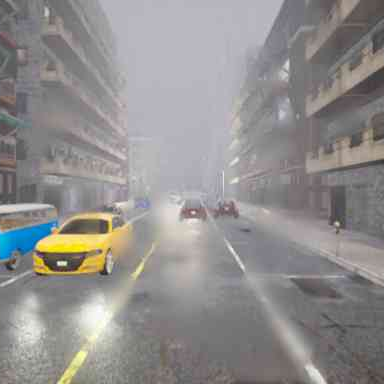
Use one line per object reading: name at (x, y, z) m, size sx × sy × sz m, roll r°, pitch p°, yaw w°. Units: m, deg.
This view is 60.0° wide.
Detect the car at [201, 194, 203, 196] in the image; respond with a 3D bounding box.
car at (2.672, 1.353, 50.101) m, size 1.802 × 1.307 × 4.206 m, roll 1°, pitch 0°, yaw 0°

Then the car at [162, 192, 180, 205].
car at (-3.062, 0.974, 53.550) m, size 2.150 × 2.045 × 5.566 m, roll 0°, pitch 0°, yaw 0°

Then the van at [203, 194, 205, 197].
van at (2.676, 1.138, 44.429) m, size 1.690 × 1.788 × 3.998 m, roll 1°, pitch 0°, yaw 0°

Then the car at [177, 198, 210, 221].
car at (0.101, 1.447, 25.651) m, size 1.994 × 1.385 × 4.181 m, roll 0°, pitch 0°, yaw 0°

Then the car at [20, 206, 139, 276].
car at (-3.101, 1.430, 10.434) m, size 1.882 × 1.535 × 5.008 m, roll 0°, pitch 0°, yaw 0°

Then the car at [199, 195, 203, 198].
car at (0.103, 1.408, 42.120) m, size 1.895 × 1.301 × 4.718 m, roll 0°, pitch 0°, yaw 0°

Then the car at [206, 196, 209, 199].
car at (2.671, 1.416, 33.089) m, size 1.947 × 1.339 × 4.313 m, roll 1°, pitch 0°, yaw 0°

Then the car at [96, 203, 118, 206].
car at (-5.677, 1.446, 21.821) m, size 1.887 × 1.381 × 4.507 m, roll 1°, pitch 0°, yaw 0°

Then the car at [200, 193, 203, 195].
car at (2.672, 1.326, 55.772) m, size 1.802 × 1.307 × 4.206 m, roll 1°, pitch 0°, yaw 0°

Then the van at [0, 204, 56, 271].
van at (-5.674, 1.294, 10.478) m, size 1.690 × 1.788 × 3.998 m, roll 1°, pitch 0°, yaw 0°

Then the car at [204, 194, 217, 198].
car at (2.672, 1.348, 38.929) m, size 1.752 × 1.417 × 4.829 m, roll 1°, pitch 0°, yaw 0°

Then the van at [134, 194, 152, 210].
van at (-5.672, 1.164, 38.832) m, size 1.690 × 1.788 × 3.998 m, roll 1°, pitch 0°, yaw 0°

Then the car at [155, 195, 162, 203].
car at (-5.764, 1.267, 61.511) m, size 2.008 × 1.369 × 4.403 m, roll 1°, pitch 0°, yaw 0°

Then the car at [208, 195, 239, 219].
car at (2.672, 1.316, 27.418) m, size 1.967 × 1.590 × 4.097 m, roll 1°, pitch 0°, yaw 0°
